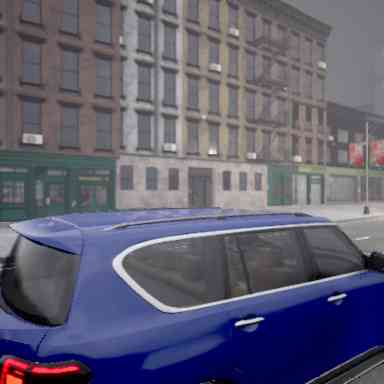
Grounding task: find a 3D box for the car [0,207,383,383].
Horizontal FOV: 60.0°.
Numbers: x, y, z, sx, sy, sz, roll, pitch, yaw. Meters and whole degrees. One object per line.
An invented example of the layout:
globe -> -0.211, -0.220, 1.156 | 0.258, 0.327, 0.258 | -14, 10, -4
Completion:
car -> 0.674, 1.203, 3.919 | 5.566, 2.045, 2.150 | 0, 0, -35
